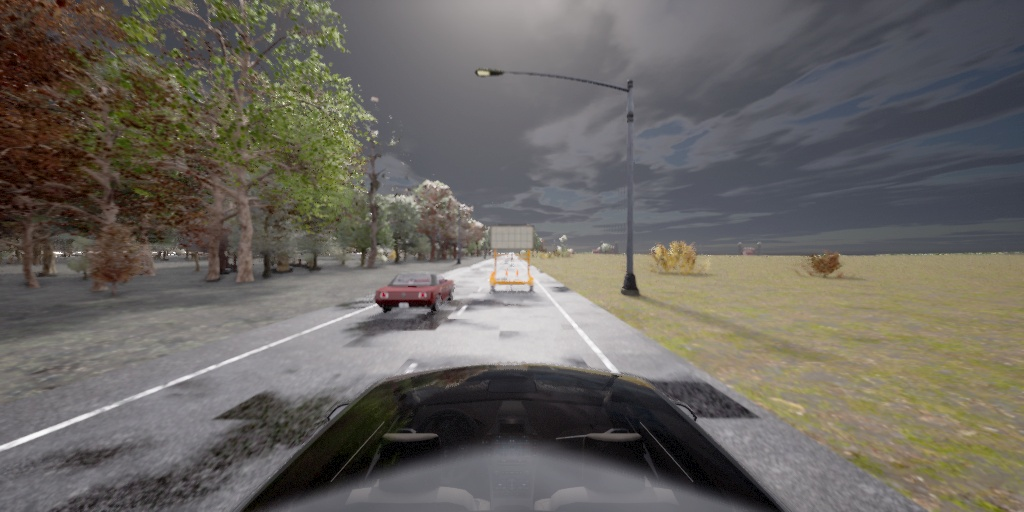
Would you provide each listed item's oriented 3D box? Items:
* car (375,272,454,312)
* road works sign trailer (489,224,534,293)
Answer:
[{"bbox_3d":[-3.403,1.250,13.527,1.895,1.301,4.718,0,0,0],"label":"car"},{"bbox_3d":[0.002,0.063,19.376,2.380,3.560,2.880,0,0,0],"label":"road works sign trailer"}]
